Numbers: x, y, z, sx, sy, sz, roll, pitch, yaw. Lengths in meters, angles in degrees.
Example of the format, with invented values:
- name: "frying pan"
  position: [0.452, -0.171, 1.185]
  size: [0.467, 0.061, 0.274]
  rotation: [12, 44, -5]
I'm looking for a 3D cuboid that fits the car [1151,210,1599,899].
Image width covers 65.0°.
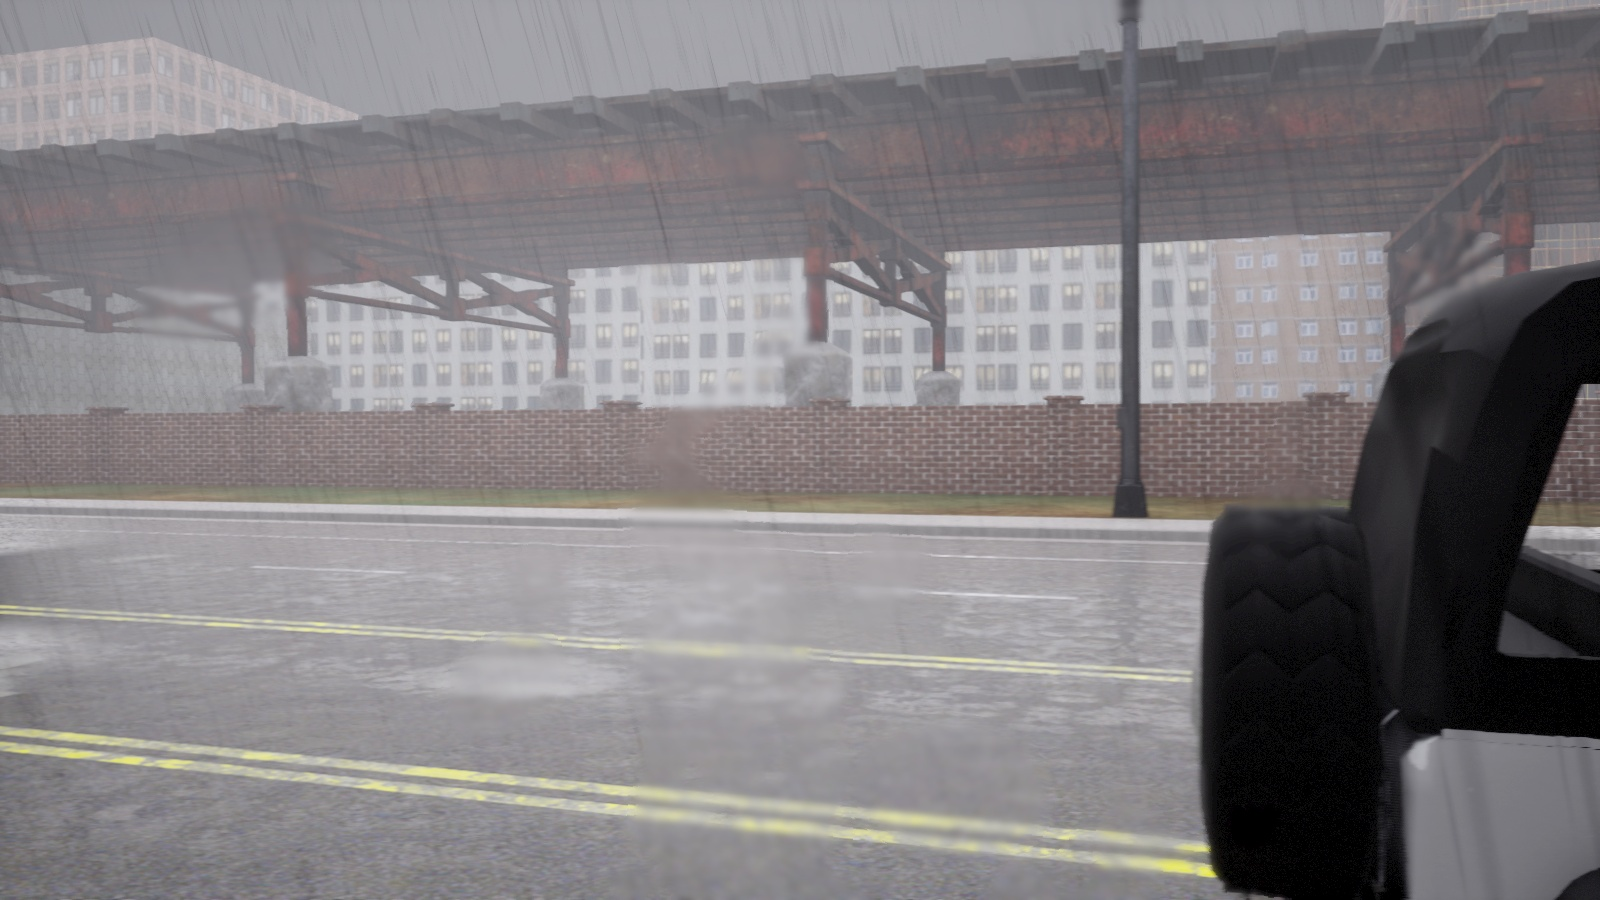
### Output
- name: "car"
  position: [2.695, 0.596, 2.283]
  size: [3.866, 1.878, 1.905]
  rotation: [1, 1, 19]
